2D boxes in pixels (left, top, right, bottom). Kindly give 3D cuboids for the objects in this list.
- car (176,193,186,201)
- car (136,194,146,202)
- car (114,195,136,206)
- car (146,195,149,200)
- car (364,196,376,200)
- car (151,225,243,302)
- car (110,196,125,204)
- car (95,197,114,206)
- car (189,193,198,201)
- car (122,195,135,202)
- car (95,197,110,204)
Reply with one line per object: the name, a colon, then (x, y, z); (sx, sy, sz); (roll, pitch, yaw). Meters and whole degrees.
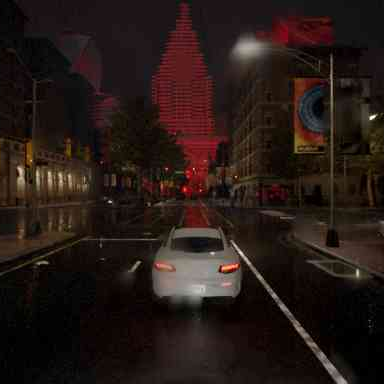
car: (-3.098, 1.552, 87.296); (1.994, 1.385, 4.181); (0, 0, 0)
car: (-11.214, 1.547, 66.537); (2.033, 1.411, 5.357); (0, 0, 1)
car: (-11.324, 1.478, 56.724); (1.882, 1.535, 5.008); (0, 0, 0)
car: (-11.147, 1.355, 76.757); (2.097, 1.767, 4.553); (0, 0, 0)
car: (34.758, 1.481, 68.023); (2.231, 1.521, 4.892); (0, 0, 0)
car: (0.114, 1.526, 8.122); (1.812, 1.442, 4.674); (0, 0, 1)
car: (-14.711, 1.505, 66.328); (1.837, 1.490, 4.892); (0, 0, 1)
car: (-14.823, 1.547, 56.789); (2.033, 1.411, 5.357); (0, 0, 0)
car: (0.400, 1.355, 86.898); (2.097, 1.767, 4.553); (0, 0, 0)
car: (-14.647, 1.478, 76.742); (1.882, 1.535, 5.008); (0, 0, 0)
car: (-17.943, 1.595, 66.873); (1.895, 1.301, 4.718); (0, 0, 0)
